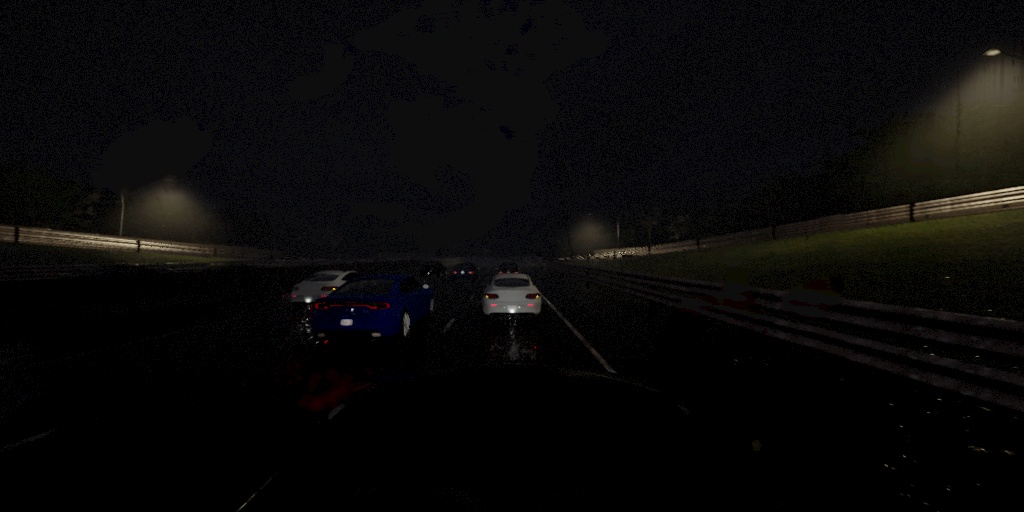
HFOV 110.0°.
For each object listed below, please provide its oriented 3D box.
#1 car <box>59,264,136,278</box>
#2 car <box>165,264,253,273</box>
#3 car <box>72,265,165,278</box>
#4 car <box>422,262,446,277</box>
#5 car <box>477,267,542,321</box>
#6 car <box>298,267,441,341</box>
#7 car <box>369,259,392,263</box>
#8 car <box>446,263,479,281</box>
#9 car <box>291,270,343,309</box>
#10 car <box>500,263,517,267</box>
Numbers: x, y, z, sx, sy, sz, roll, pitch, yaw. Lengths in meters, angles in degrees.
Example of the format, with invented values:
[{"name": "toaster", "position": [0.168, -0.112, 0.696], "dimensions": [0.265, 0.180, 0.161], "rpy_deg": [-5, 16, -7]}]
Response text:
[{"name": "car", "position": [-24.866, 1.261, 22.349], "dimensions": [2.128, 1.511, 4.902], "rpy_deg": [0, 0, -1]}, {"name": "car", "position": [-17.863, 1.258, 22.102], "dimensions": [2.128, 1.511, 4.902], "rpy_deg": [0, 0, -1]}, {"name": "car", "position": [-21.342, 1.369, 20.614], "dimensions": [1.895, 1.301, 4.718], "rpy_deg": [0, 0, -1]}, {"name": "car", "position": [-7.344, 1.265, 33.809], "dimensions": [1.837, 1.490, 4.892], "rpy_deg": [0, 0, -1]}, {"name": "car", "position": [-0.023, 1.283, 12.305], "dimensions": [1.812, 1.442, 4.674], "rpy_deg": [0, 0, -1]}, {"name": "car", "position": [-3.492, 1.236, 9.989], "dimensions": [1.882, 1.535, 5.008], "rpy_deg": [0, 0, -1]}, {"name": "car", "position": [-21.897, 1.242, 61.101], "dimensions": [2.128, 1.511, 4.902], "rpy_deg": [0, 0, 0]}, {"name": "car", "position": [-3.780, 1.308, 29.671], "dimensions": [2.033, 1.411, 5.357], "rpy_deg": [0, 0, -1]}, {"name": "car", "position": [-7.042, 1.287, 14.658], "dimensions": [1.812, 1.442, 4.674], "rpy_deg": [0, 0, -1]}, {"name": "car", "position": [-0.280, 1.306, 29.667], "dimensions": [2.033, 1.411, 5.357], "rpy_deg": [0, 0, -1]}]
